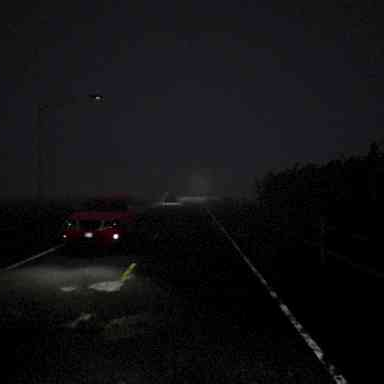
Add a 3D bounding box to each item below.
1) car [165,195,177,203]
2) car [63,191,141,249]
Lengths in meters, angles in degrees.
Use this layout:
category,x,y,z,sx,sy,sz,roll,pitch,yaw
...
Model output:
category,x,y,z,sx,sy,sz,roll,pitch,yaw
car,-3.555,1.172,56.881,1.994,1.385,4.181,0,0,1
car,-3.600,1.122,14.363,2.150,2.045,5.566,0,0,0
